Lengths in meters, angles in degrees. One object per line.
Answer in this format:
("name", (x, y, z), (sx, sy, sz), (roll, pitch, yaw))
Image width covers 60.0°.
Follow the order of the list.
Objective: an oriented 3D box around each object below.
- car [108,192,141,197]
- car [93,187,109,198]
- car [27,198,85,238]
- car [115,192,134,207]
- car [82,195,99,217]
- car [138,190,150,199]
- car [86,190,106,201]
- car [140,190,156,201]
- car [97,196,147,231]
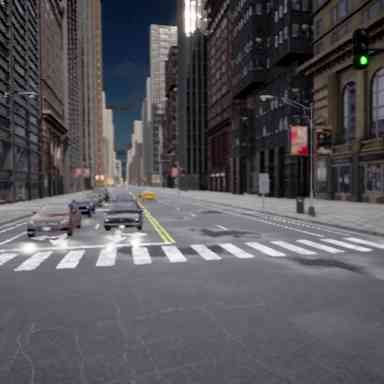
("car", (-5.662, 0.963, 27.901), (2.128, 1.511, 4.902), (-1, 1, -11))
("car", (-12.559, 0.384, 45.494), (2.150, 2.045, 5.566), (-1, 1, -11))
("car", (-6.602, 1.249, 16.309), (1.812, 1.442, 4.674), (-1, 1, -12))
("car", (-7.789, 0.822, 38.235), (2.033, 1.411, 5.357), (-1, 1, -12))
("car", (-8.434, 1.156, 25.231), (1.895, 1.301, 4.718), (-1, 1, -12))
("car", (-8.501, 0.427, 58.833), (1.895, 1.301, 4.718), (-1, 1, -12))
("car", (-10.492, 0.869, 35.258), (1.837, 1.490, 4.892), (-1, 1, -12))
("car", (-6.414, 0.512, 48.658), (1.882, 1.535, 5.008), (-1, 1, -12))
("car", (-3.681, 1.199, 18.367), (2.033, 1.411, 5.357), (-1, 1, -8))
